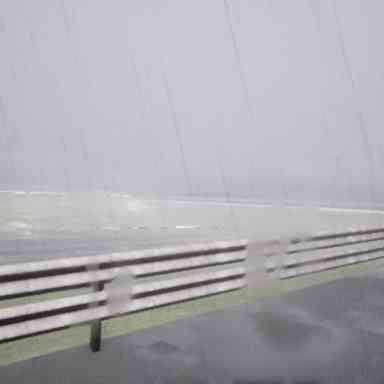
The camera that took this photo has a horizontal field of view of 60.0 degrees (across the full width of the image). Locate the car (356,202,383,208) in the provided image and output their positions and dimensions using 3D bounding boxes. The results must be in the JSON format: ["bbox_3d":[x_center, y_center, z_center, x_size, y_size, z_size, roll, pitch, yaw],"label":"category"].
[{"bbox_3d":[33.503,2.692,62.449,5.008,1.535,1.882,2,-2,29],"label":"car"}]
